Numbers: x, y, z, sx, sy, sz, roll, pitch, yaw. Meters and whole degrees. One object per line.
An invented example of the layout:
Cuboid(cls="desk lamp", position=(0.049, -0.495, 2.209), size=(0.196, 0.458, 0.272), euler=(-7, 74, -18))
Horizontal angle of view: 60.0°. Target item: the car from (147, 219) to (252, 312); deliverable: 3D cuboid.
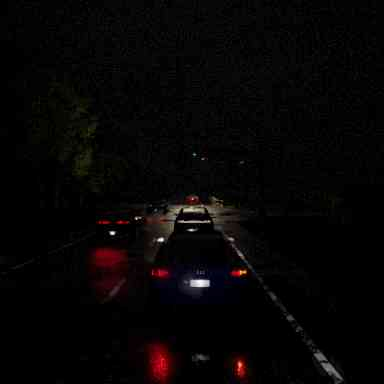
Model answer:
Cuboid(cls="car", position=(0.103, 1.566, 7.818), size=(1.994, 1.385, 4.181), euler=(0, 0, -1))

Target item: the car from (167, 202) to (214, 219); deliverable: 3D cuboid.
Cuboid(cls="car", position=(0.093, 1.495, 16.721), size=(2.128, 1.511, 4.902), euler=(0, 0, 0))

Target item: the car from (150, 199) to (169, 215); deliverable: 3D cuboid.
Cuboid(cls="car", position=(-3.423, 1.499, 33.984), size=(2.128, 1.511, 4.902), euler=(0, 0, 0))

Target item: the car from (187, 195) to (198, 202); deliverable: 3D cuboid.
Cuboid(cls="car", position=(0.074, 1.355, 62.843), size=(2.097, 1.767, 4.553), euler=(0, 0, 0))

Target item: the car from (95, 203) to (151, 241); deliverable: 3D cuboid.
Cuboid(cls="car", position=(-3.410, 1.508, 16.669), size=(1.837, 1.490, 4.892), euler=(0, 0, 0))

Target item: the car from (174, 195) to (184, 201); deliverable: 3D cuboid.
Cuboid(cls="car", position=(-3.559, 1.524, 84.339), size=(2.128, 1.511, 4.902), euler=(0, 0, 0))
